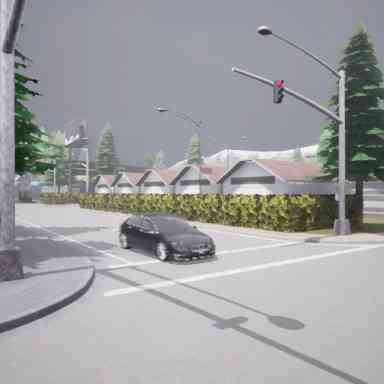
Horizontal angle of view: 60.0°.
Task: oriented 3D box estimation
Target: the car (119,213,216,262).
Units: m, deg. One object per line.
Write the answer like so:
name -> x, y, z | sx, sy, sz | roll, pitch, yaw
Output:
car -> -1.123, 1.588, 12.421 | 1.837, 1.490, 4.892 | 0, 1, -36
